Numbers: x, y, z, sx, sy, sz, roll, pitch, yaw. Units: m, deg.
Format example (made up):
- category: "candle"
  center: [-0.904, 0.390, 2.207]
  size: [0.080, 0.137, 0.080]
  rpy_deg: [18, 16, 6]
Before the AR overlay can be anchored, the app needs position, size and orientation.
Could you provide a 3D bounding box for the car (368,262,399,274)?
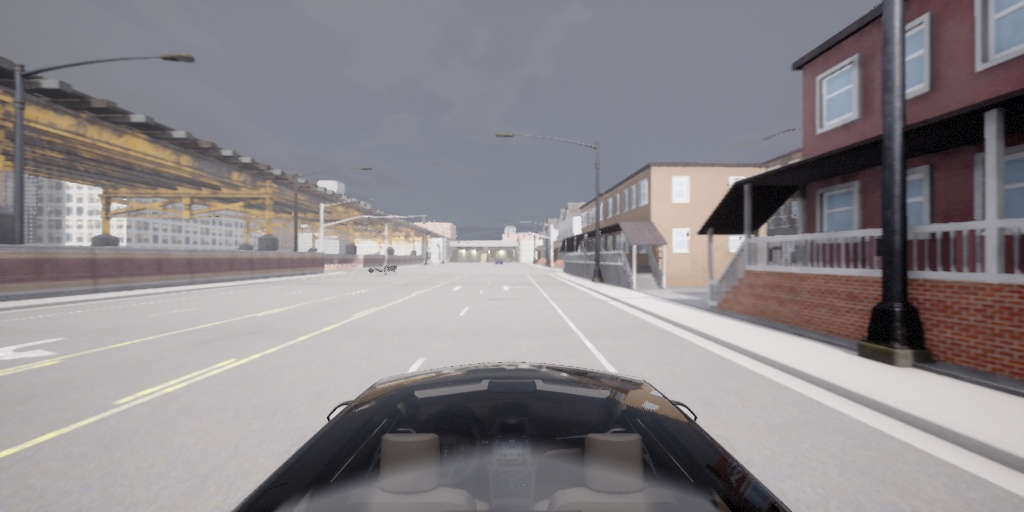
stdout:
- category: "car"
  center: [-14.001, 1.293, 39.094]
  size: [1.895, 1.301, 4.718]
  rpy_deg: [0, 0, 0]
